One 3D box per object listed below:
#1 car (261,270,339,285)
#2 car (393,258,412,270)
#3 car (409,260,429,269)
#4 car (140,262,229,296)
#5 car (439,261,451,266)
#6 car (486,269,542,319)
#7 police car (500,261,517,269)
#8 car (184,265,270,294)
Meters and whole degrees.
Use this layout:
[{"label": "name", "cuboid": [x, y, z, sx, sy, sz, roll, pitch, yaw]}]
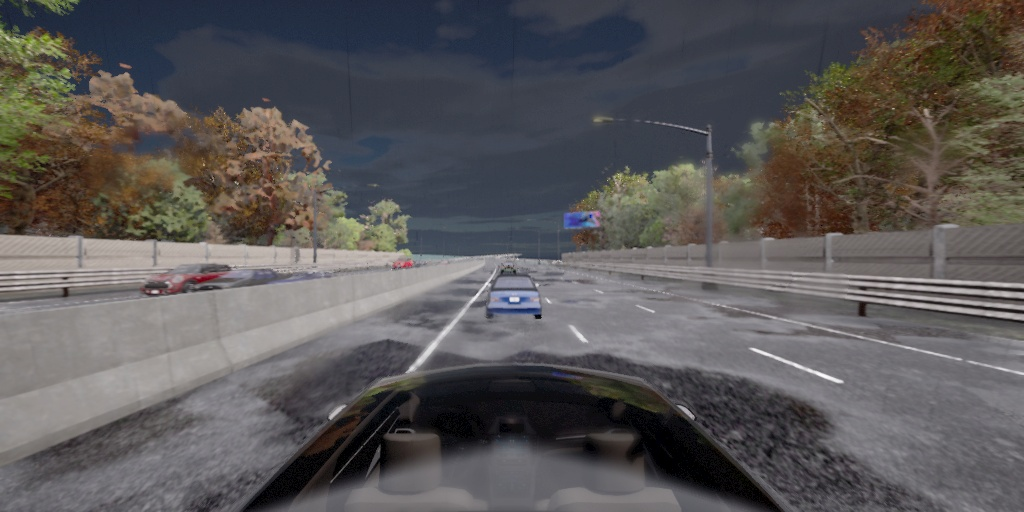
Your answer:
[{"label": "car", "cuboid": [-10.694, 1.446, 19.103, 1.895, 1.301, 4.718, 0, 0, -1]}, {"label": "car", "cuboid": [-18.547, 1.288, 61.227, 2.150, 2.045, 5.566, 0, 0, -1]}, {"label": "car", "cuboid": [-14.998, 1.618, 59.273, 1.994, 1.385, 4.181, 0, 0, -1]}, {"label": "car", "cuboid": [-17.705, 1.204, 20.009, 2.097, 1.767, 4.553, 0, 0, -1]}, {"label": "car", "cuboid": [-11.575, 1.593, 62.190, 1.812, 1.442, 4.674, 0, 0, -1]}, {"label": "car", "cuboid": [0.054, 1.358, 13.174, 2.033, 1.411, 5.357, 0, 0, 0]}, {"label": "police car", "cuboid": [-0.448, 1.481, 45.070, 2.038, 1.542, 4.974, 0, 0, -1]}, {"label": "car", "cuboid": [-14.197, 1.396, 19.417, 2.033, 1.411, 5.357, 0, 0, -1]}]
